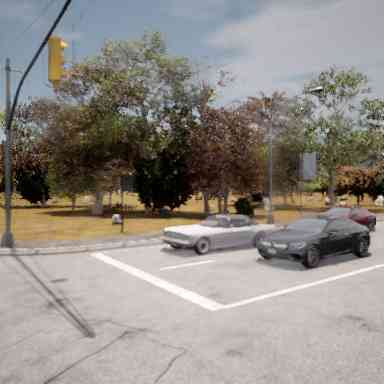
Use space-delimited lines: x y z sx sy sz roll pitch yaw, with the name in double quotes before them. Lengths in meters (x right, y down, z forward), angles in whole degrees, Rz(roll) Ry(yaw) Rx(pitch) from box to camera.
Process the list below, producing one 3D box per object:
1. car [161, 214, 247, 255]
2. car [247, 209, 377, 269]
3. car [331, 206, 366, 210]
"car" 1.154 1.599 13.398 4.718 1.301 1.895 0 0 -35
"car" 4.302 1.523 11.338 4.674 1.442 1.812 0 0 -35
"car" 8.532 1.521 18.611 4.674 1.442 1.812 0 0 -35
